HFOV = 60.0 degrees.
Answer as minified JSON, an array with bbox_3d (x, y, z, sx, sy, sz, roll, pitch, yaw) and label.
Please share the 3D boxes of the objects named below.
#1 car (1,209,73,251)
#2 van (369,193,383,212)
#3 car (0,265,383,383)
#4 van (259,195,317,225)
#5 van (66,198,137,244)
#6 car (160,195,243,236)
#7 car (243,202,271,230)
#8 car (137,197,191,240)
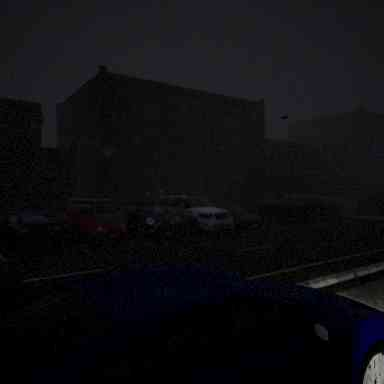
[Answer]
[{"bbox_3d":[-6.832,1.521,14.096,2.002,1.452,4.674,0,0,-36],"label":"car"},{"bbox_3d":[20.136,1.102,33.281,1.878,1.987,4.442,-1,0,-36],"label":"van"},{"bbox_3d":[-0.005,1.477,3.127,5.008,1.535,1.882,0,0,-35],"label":"car"},{"bbox_3d":[6.552,1.208,23.834,1.878,1.987,4.442,0,0,-36],"label":"van"},{"bbox_3d":[-4.523,1.251,15.610,1.878,1.987,4.442,0,0,-36],"label":"van"},{"bbox_3d":[-0.091,1.213,18.895,2.435,2.045,5.566,0,0,-36],"label":"car"},{"bbox_3d":[2.152,1.486,20.501,2.163,1.488,4.792,0,0,-36],"label":"car"},{"bbox_3d":[-2.368,1.346,17.337,2.185,1.767,4.553,0,0,-36],"label":"car"}]
